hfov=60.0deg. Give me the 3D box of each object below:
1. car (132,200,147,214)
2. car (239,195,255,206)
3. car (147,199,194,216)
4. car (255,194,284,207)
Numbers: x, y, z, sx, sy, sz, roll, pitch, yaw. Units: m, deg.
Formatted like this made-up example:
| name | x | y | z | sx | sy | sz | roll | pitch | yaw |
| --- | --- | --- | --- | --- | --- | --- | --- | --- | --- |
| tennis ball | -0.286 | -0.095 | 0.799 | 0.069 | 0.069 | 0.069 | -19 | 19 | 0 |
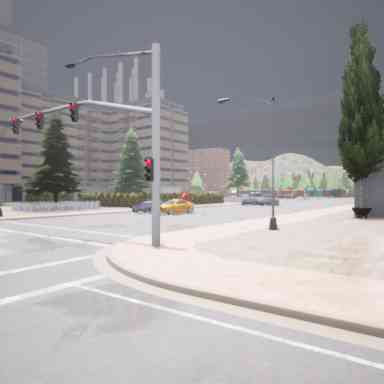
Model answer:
| name | x | y | z | sx | sy | sz | roll | pitch | yaw |
| --- | --- | --- | --- | --- | --- | --- | --- | --- | --- |
| car | -4.351 | 1.516 | 35.559 | 1.812 | 1.442 | 4.674 | 0 | 0 | 36 |
| car | 9.746 | 1.555 | 54.942 | 1.994 | 1.385 | 4.181 | 0 | 0 | 36 |
| car | -1.778 | 1.470 | 33.175 | 1.882 | 1.535 | 5.008 | 0 | 0 | 36 |
| car | 12.228 | 1.499 | 52.413 | 1.837 | 1.490 | 4.892 | 0 | 0 | 36 |
